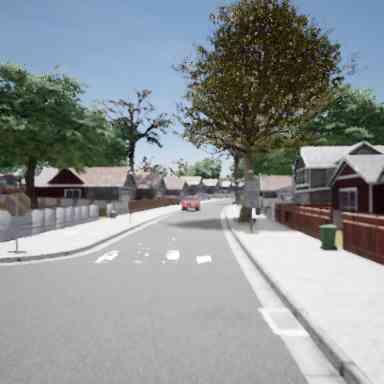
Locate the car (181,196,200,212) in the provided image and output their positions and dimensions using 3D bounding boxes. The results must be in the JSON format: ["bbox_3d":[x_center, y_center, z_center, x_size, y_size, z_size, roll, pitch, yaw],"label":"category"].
[{"bbox_3d":[-0.115,1.541,45.577,2.150,2.045,5.566,0,0,6],"label":"car"}]
